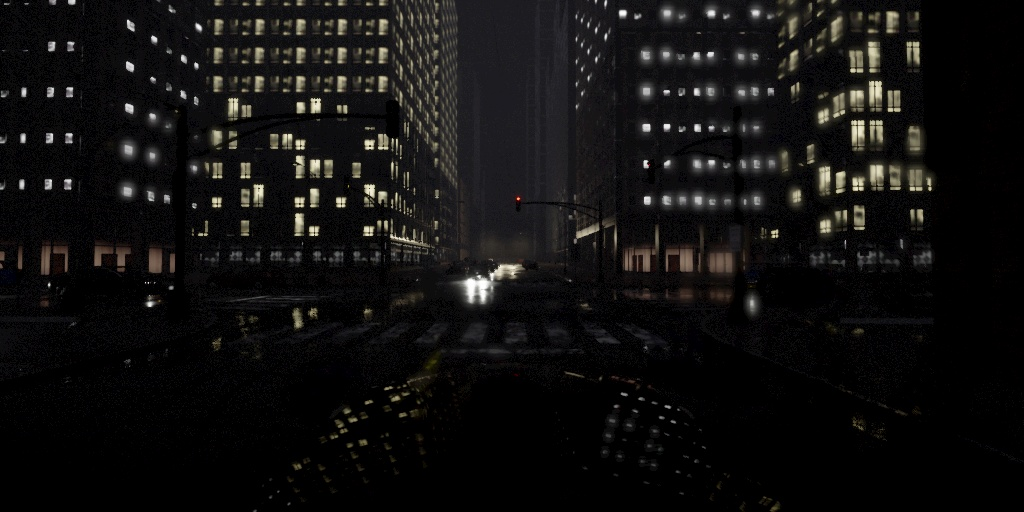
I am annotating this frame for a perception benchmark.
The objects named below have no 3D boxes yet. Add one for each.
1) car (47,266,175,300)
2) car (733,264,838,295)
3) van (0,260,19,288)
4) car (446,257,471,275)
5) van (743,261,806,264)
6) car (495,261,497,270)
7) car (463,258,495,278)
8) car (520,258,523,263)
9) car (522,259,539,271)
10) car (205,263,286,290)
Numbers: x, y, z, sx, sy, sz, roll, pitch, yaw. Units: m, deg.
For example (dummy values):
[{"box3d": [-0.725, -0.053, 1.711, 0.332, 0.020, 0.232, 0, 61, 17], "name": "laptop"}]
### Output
[{"box3d": [-18.086, 1.191, 16.459, 4.902, 1.511, 2.128, 0, -1, 0], "name": "car"}, {"box3d": [14.874, 1.321, 19.584, 4.892, 1.490, 1.837, 0, -1, 0], "name": "car"}, {"box3d": [-33.437, 1.132, 22.269, 3.998, 1.789, 1.690, 0, 0, 0], "name": "van"}, {"box3d": [-5.689, 1.203, 37.667, 1.967, 1.591, 4.097, 0, 0, 0], "name": "car"}, {"box3d": [15.982, 1.210, 22.155, 3.998, 1.789, 1.690, 0, 0, 0], "name": "van"}, {"box3d": [-3.091, 1.292, 43.587, 1.812, 1.442, 4.674, 0, 0, 0], "name": "car"}, {"box3d": [-3.096, 1.254, 34.366, 2.128, 1.511, 4.902, 0, 0, 0], "name": "car"}, {"box3d": [2.694, 1.298, 60.204, 1.751, 1.417, 4.829, 0, 0, 0], "name": "car"}, {"box3d": [2.693, 1.350, 48.878, 1.802, 1.307, 4.207, 0, 0, 0], "name": "car"}, {"box3d": [-16.492, 1.255, 22.230, 4.097, 1.591, 1.967, 0, 0, 0], "name": "car"}]
